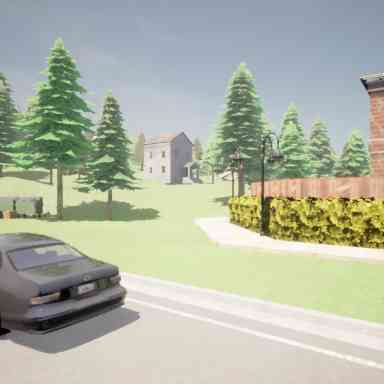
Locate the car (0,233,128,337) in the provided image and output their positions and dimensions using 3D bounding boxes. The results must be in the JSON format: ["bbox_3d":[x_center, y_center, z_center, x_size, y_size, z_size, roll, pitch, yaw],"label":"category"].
[{"bbox_3d":[-3.685,1.547,6.622,5.357,1.411,2.033,0,0,36],"label":"car"}]
